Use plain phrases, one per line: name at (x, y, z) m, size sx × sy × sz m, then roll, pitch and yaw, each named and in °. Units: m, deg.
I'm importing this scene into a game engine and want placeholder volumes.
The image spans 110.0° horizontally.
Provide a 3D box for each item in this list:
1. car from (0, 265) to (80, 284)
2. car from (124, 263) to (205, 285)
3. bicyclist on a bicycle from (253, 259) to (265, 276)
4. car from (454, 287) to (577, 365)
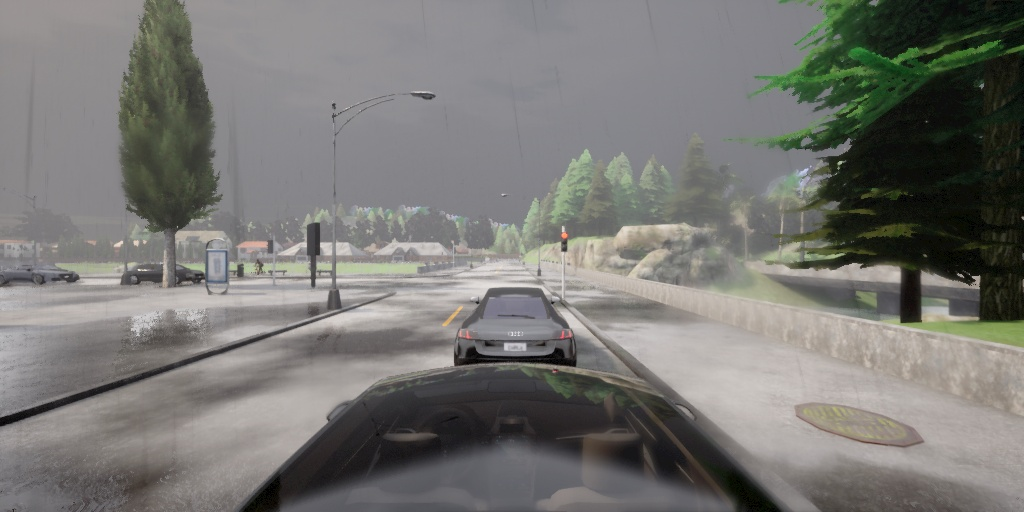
car at (-33.957, 1.313, 25.740) m, size 4.181 × 1.385 × 1.994 m, roll 0°, pitch 0°, yaw 0°
car at (-24.834, 1.254, 25.732) m, size 4.892 × 1.490 × 1.837 m, roll 0°, pitch 0°, yaw 0°
bicyclist on a bicycle at (-24.100, 1.097, 34.130) m, size 0.582 × 1.620 × 1.656 m, roll 0°, pitch 0°, yaw 0°
car at (0.063, 1.314, 7.307) m, size 1.994 × 1.385 × 4.181 m, roll 0°, pitch 0°, yaw 0°
